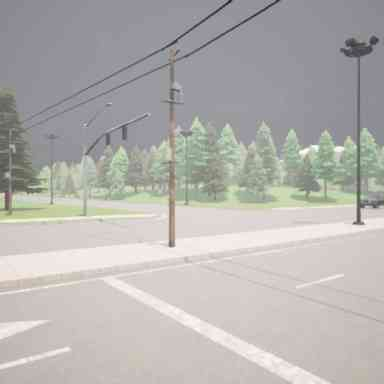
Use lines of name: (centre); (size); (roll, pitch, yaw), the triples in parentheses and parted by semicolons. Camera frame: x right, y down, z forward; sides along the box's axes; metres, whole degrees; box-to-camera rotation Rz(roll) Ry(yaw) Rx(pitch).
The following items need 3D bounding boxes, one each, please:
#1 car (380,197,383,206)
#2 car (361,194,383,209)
car: (26.881, 1.645, 43.194); (4.718, 1.301, 1.895); (0, 0, -36)
car: (25.781, 1.267, 46.706); (5.566, 2.045, 2.150); (0, 0, -36)
